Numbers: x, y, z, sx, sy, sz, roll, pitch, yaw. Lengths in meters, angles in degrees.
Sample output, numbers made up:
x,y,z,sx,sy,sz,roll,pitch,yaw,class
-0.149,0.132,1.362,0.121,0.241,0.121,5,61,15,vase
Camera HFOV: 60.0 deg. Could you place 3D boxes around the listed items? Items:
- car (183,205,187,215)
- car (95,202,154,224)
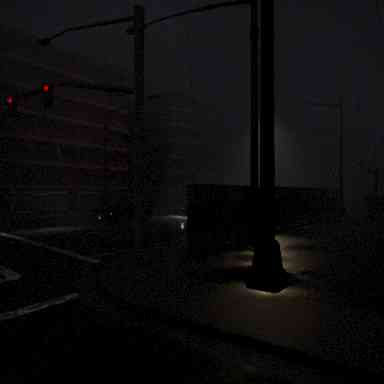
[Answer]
x,y,z,sx,sy,sz,roll,pitch,yaw,class
1.002,1.505,33.226,1.837,1.490,4.892,0,0,35,car
-4.927,1.491,24.787,2.128,1.511,4.902,0,0,35,car
